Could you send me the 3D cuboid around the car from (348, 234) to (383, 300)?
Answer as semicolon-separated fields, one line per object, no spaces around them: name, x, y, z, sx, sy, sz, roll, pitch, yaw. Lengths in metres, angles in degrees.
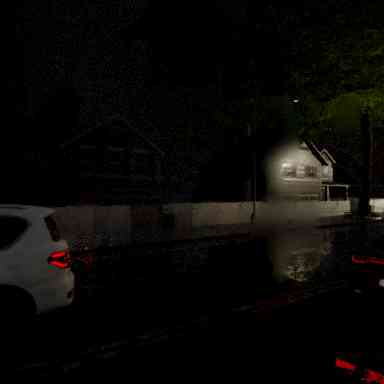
car;5.474;1.477;7.348;5.008;1.535;1.882;0;0;-36

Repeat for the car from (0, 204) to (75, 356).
car;-4.505;1.221;4.463;5.566;2.045;2.150;0;0;-36
